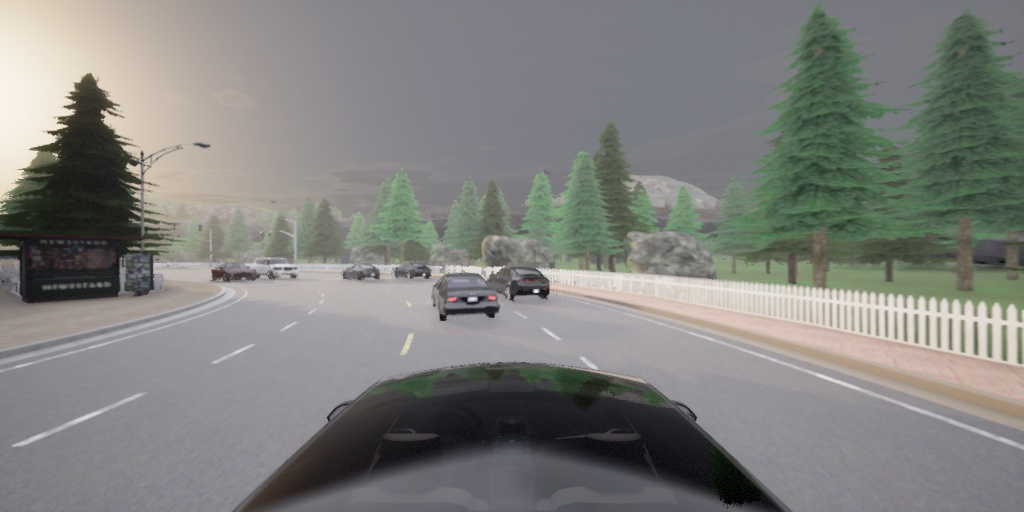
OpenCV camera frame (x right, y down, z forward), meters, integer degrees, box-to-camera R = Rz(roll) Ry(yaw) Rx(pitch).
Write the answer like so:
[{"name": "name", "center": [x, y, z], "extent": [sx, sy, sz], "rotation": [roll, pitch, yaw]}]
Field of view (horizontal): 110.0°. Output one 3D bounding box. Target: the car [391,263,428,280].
[{"name": "car", "center": [-9.037, 1.328, 31.966], "extent": [1.837, 1.490, 4.892], "rotation": [0, 0, -43]}]

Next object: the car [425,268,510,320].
[{"name": "car", "center": [-1.838, 1.313, 12.862], "extent": [2.033, 1.411, 5.357], "rotation": [0, 0, -16]}]

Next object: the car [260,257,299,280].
[{"name": "car", "center": [-22.404, 1.143, 33.894], "extent": [5.566, 2.045, 2.150], "rotation": [-1, 0, 34]}]

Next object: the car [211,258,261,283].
[{"name": "car", "center": [-23.678, 1.282, 30.487], "extent": [4.553, 1.767, 2.097], "rotation": [0, 0, 35]}]

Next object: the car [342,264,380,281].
[{"name": "car", "center": [-13.123, 1.378, 31.169], "extent": [4.674, 1.442, 1.812], "rotation": [0, 0, 45]}]

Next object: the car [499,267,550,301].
[{"name": "car", "center": [0.175, 1.256, 17.460], "extent": [1.837, 1.490, 4.892], "rotation": [0, 0, -21]}]
